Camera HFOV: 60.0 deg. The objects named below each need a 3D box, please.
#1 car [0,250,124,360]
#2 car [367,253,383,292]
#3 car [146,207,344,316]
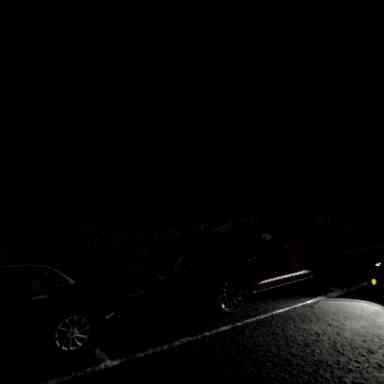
[{"bbox_3d":[-3.105,1.551,4.434,4.403,1.369,2.008,0,0,-35],"label":"car"},{"bbox_3d":[5.813,1.554,7.496,4.181,1.385,1.994,0,0,-35],"label":"car"},{"bbox_3d":[1.471,1.309,7.679,5.009,1.841,2.192,0,0,-35],"label":"car"}]
